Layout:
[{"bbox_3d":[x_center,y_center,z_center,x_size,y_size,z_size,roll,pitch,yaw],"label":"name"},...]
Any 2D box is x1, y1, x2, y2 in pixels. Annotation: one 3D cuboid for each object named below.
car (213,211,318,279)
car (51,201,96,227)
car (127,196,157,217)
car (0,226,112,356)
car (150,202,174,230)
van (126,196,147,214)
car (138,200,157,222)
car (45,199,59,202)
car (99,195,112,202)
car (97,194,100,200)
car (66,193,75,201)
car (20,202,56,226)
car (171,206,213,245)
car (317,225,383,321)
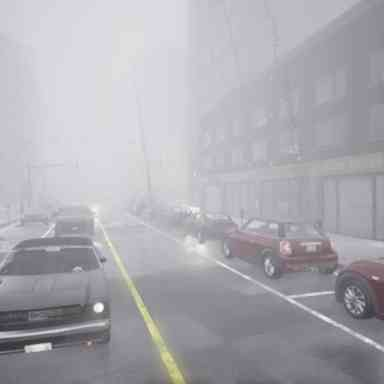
[{"bbox_3d":[2.397,1.436,10.195,1.967,1.590,4.097,0,0,-18],"label":"car"},{"bbox_3d":[-6.380,1.473,18.256,1.882,1.535,5.008,0,0,-18],"label":"car"},{"bbox_3d":[-4.431,1.306,31.208,2.192,1.841,5.009,0,0,-18],"label":"car"},{"bbox_3d":[-2.570,1.599,6.175,1.895,1.301,4.718,0,0,-18],"label":"car"},{"bbox_3d":[-1.017,1.545,20.702,2.008,1.369,4.403,0,0,-18],"label":"car"},{"bbox_3d":[-6.139,1.331,36.461,1.690,1.788,3.998,0,0,-18],"label":"van"},{"bbox_3d":[-2.724,1.559,25.955,1.947,1.339,4.313,0,0,-18],"label":"car"},{"bbox_3d":[-12.538,1.560,28.567,1.947,1.339,4.313,0,0,-18],"label":"car"},{"bbox_3d":[-19.976,1.447,78.114,1.967,1.590,4.097,0,0,-19],"label":"car"},{"bbox_3d":[-23.706,1.599,88.791,1.802,1.307,4.206,0,0,-19],"label":"car"},{"bbox_3d":[-31.757,1.460,85.987,1.967,1.590,4.097,0,0,-19],"label":"car"},{"bbox_3d":[-10.830,1.577,23.312,1.802,1.307,4.206,0,0,-18],"label":"car"},{"bbox_3d":[0.690,1.546,15.449,2.008,1.369,4.403,0,0,-18],"label":"car"},{"bbox_3d":[4.104,1.438,4.942,1.967,1.590,4.097,0,0,-18],"label":"car"}]
